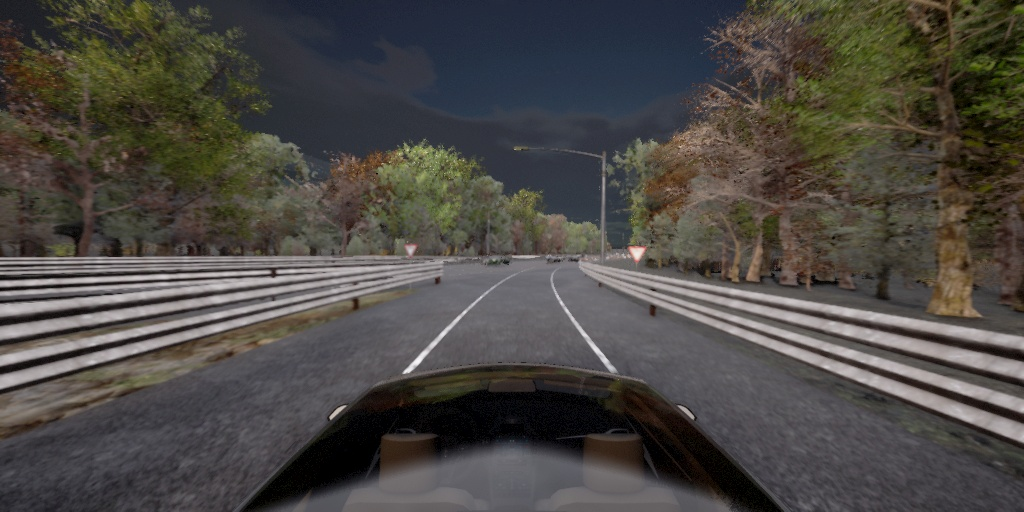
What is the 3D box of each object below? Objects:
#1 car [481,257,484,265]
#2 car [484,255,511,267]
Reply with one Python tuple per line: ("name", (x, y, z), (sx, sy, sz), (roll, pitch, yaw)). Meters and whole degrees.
("car", (-3.473, 0.672, 59.427), (2.128, 1.511, 4.902), (1, 1, 22))
("car", (-1.828, 0.625, 54.170), (2.097, 1.767, 4.553), (1, 1, 22))
